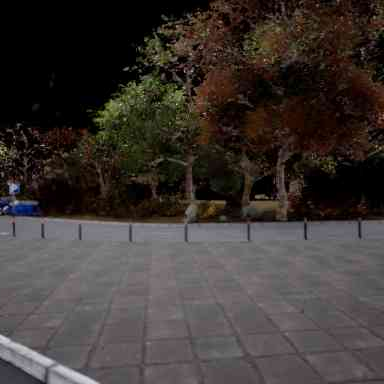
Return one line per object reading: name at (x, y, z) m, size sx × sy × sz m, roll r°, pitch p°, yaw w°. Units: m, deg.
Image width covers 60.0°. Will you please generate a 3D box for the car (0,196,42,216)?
car at (-18.380, 1.615, 35.713) m, size 2.185 × 1.767 × 4.553 m, roll 0°, pitch 0°, yaw 34°
